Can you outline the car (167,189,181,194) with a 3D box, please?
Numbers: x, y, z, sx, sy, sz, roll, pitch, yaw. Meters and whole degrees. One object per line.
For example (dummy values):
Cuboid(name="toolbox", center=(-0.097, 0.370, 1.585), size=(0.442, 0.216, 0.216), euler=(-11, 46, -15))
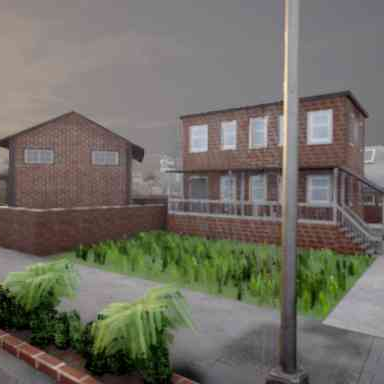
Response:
Cuboid(name="car", center=(-4.729, 0.222, 88.517), size=(3.866, 1.878, 1.905), euler=(0, 0, -19))
